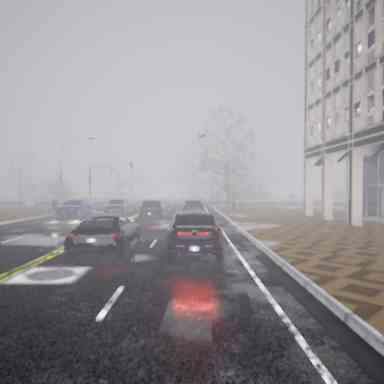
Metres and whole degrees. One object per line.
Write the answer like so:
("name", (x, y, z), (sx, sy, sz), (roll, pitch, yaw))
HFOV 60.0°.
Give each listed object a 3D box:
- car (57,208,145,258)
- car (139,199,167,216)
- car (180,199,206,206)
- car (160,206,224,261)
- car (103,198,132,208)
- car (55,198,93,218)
("car", (-3.162, 1.493, 12.476), (1.994, 1.385, 4.181), (0, 0, 0))
("car", (-3.161, 1.346, 27.106), (1.837, 1.490, 4.892), (0, 0, 0))
("car", (0.090, 1.346, 27.103), (1.837, 1.490, 4.892), (0, 0, 0))
("car", (0.086, 1.433, 12.020), (1.837, 1.490, 4.892), (0, -1, 0))
("car", (-6.579, 1.333, 29.516), (1.837, 1.490, 4.892), (0, 0, 0))
("car", (-9.832, 1.315, 28.016), (1.882, 1.535, 5.008), (0, 0, 0))
